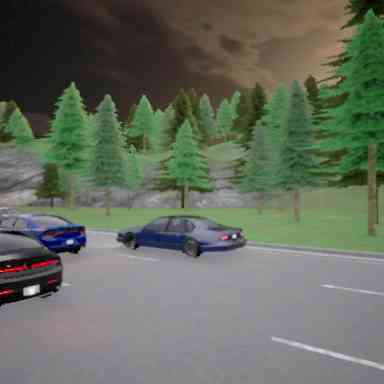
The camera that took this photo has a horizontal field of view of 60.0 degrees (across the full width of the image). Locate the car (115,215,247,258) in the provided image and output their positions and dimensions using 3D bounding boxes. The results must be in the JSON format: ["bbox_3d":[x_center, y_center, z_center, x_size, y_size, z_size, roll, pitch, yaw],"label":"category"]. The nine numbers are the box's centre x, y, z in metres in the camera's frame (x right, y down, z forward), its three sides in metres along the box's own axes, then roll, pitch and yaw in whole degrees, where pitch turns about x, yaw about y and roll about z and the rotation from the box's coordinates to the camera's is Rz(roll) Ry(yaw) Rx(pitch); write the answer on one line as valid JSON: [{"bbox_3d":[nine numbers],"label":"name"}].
[{"bbox_3d":[-0.585,1.599,12.999,5.357,1.411,2.033,0,0,35],"label":"car"}]

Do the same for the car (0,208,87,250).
[{"bbox_3d":[-6.123,1.558,12.643,5.008,1.535,1.882,-1,-1,36],"label":"car"}]

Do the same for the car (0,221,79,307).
[{"bbox_3d":[-4.889,1.559,7.471,4.892,1.490,1.837,0,0,35],"label":"car"}]
